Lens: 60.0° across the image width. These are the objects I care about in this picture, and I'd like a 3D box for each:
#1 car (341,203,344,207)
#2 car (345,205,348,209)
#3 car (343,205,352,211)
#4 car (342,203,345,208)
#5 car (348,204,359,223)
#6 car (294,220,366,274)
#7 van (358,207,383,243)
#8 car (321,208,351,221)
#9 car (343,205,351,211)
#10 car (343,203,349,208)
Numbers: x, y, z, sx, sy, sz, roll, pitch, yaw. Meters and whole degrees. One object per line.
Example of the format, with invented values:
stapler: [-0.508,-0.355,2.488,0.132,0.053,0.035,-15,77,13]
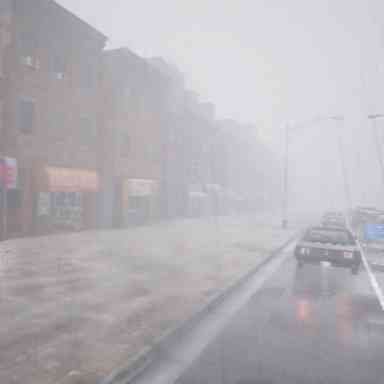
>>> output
car: [35.298,3.720,75.131,1.947,1.339,4.313,1,-1,24]
car: [24.212,3.039,49.797,1.802,1.307,4.206,1,-1,24]
car: [37.515,3.860,80.198,1.947,1.339,4.313,1,-1,24]
car: [30.864,3.425,64.998,2.008,1.369,4.403,1,-1,24]
car: [15.348,2.217,29.534,2.192,1.841,5.009,1,-1,24]
car: [4.919,1.916,11.997,1.895,1.301,4.718,2,-1,24]
van: [10.914,1.967,19.400,1.690,1.788,3.998,1,-1,24]
car: [12.000,2.305,28.175,2.033,1.411,5.357,2,-1,24]
car: [39.732,4.016,85.265,1.802,1.307,4.206,1,-1,24]
car: [28.715,3.265,60.087,1.752,1.417,4.829,1,-1,24]
